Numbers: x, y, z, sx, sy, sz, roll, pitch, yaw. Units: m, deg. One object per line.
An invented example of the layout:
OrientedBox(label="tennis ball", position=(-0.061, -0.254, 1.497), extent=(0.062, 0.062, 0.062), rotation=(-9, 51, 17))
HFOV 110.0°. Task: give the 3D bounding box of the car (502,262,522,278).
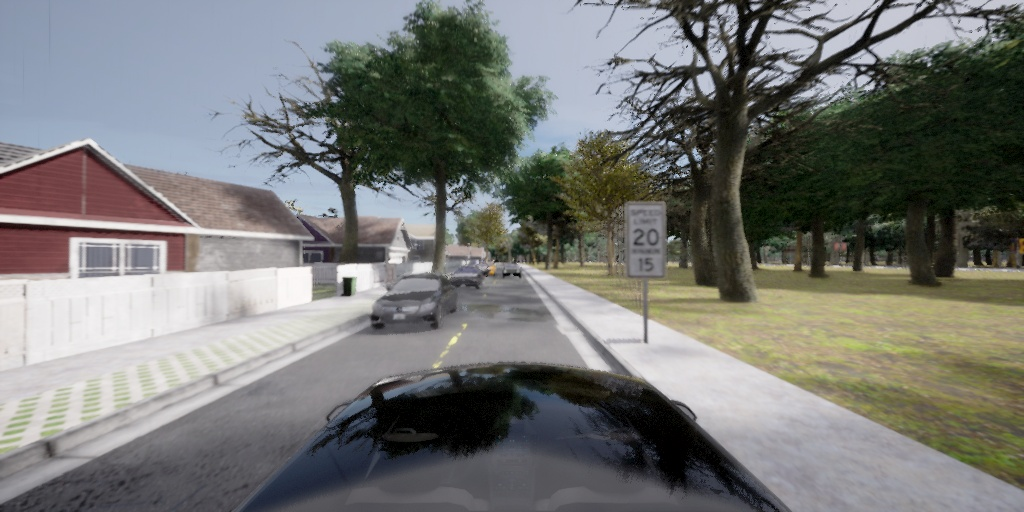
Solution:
OrientedBox(label="car", position=(-0.008, 1.489, 35.423), extent=(1.895, 1.301, 4.718), rotation=(0, 0, 0))

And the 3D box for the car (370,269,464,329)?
OrientedBox(label="car", position=(-2.850, 1.291, 11.399), extent=(1.812, 1.442, 4.674), rotation=(0, 0, 0))

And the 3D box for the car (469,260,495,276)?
OrientedBox(label="car", position=(-2.758, 1.007, 29.604), extent=(2.033, 1.411, 5.357), rotation=(0, 0, 0))

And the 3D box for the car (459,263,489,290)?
OrientedBox(label="car", position=(-2.853, 1.364, 23.619), extent=(2.033, 1.411, 5.357), rotation=(0, 0, 0))
